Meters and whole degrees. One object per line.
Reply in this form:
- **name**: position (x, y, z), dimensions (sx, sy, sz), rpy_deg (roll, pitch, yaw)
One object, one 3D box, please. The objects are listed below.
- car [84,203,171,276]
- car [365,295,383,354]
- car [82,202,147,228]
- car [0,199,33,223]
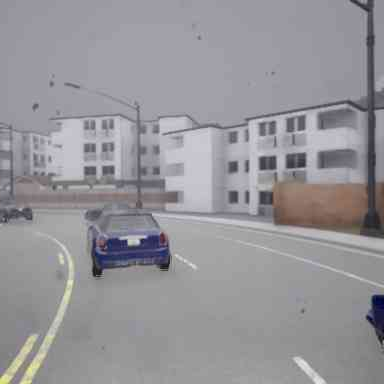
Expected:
- **car**: position (-2.201, 1.307, 10.589), dimensions (2.097, 1.767, 4.553), rpy_deg (-1, 0, -19)
- **car**: position (3.401, 1.551, 2.349), dimensions (1.895, 1.301, 4.718), rpy_deg (-1, 0, -5)
- **car**: position (-5.437, 1.460, 22.738), dimensions (2.033, 1.411, 5.357), rpy_deg (-1, 0, -42)
- **car**: position (-14.355, 1.337, 25.741), dimensions (4.553, 1.767, 2.097), rpy_deg (0, 1, 36)
